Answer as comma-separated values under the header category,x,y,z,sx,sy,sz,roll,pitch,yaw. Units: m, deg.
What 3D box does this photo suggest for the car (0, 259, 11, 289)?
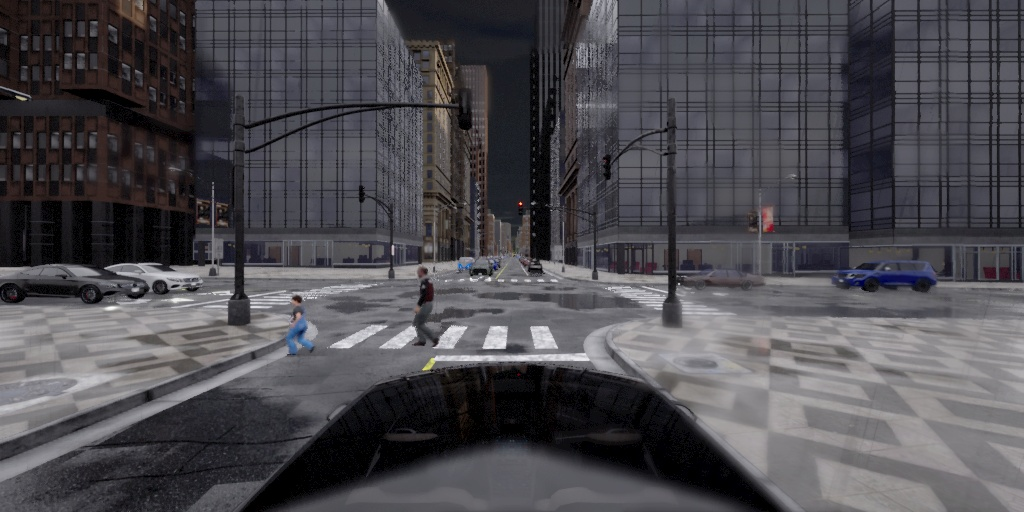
category,x,y,z,sx,sy,sz,roll,pitch,yaw
car,-28.189,0.870,17.443,5.008,1.535,1.882,1,0,1

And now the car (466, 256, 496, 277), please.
category,x,y,z,sx,sy,sz,roll,pitch,yaw
car,-2.961,1.081,35.522,2.097,1.767,4.553,0,0,0

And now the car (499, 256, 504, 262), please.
category,x,y,z,sx,sy,sz,roll,pitch,yaw
car,-2.822,1.198,60.333,1.837,1.490,4.892,0,0,1

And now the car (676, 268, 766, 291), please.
category,x,y,z,sx,sy,sz,roll,pitch,yaw
car,13.824,1.519,23.950,5.357,1.411,2.033,1,0,0

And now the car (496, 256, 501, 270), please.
category,x,y,z,sx,sy,sz,roll,pitch,yaw
car,-2.905,1.192,47.557,1.882,1.535,5.008,0,0,1

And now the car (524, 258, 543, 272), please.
category,x,y,z,sx,sy,sz,roll,pitch,yaw
car,2.840,1.284,44.687,1.948,1.339,4.313,0,0,0

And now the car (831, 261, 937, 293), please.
category,x,y,z,sx,sy,sz,roll,pitch,yaw
car,24.719,1.341,23.893,5.566,2.045,2.150,1,0,0

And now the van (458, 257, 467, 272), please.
category,x,y,z,sx,sy,sz,roll,pitch,yaw
van,-5.685,1.059,44.733,1.690,1.789,3.998,0,0,0

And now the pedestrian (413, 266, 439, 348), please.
category,x,y,z,sx,sy,sz,roll,pitch,yaw
pedestrian,-1.861,1.043,7.799,0.375,1.860,0.375,0,0,0

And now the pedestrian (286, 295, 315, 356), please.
category,x,y,z,sx,sy,sz,roll,pitch,yaw
pedestrian,-4.224,1.324,7.194,0.375,1.300,0.375,0,0,0

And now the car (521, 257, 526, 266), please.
category,x,y,z,sx,sy,sz,roll,pitch,yaw
car,2.934,1.272,61.635,1.802,1.307,4.207,0,0,0

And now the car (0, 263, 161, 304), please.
category,x,y,z,sx,sy,sz,roll,pitch,yaw
car,-17.232,1.046,14.137,4.674,1.442,1.812,1,0,-1

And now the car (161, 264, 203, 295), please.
category,x,y,z,sx,sy,sz,roll,pitch,yaw
car,-17.760,1.051,17.394,4.674,1.442,1.812,1,0,0
